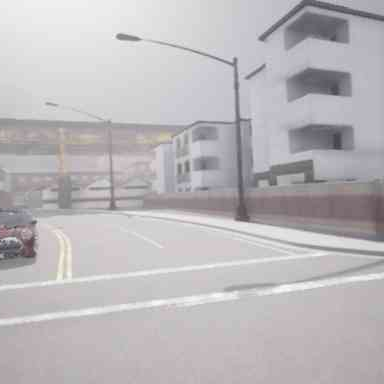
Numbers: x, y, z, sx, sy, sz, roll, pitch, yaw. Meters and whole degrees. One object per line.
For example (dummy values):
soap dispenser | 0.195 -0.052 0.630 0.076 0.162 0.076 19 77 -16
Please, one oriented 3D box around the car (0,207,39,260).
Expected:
car | -7.086 1.492 12.731 2.097 1.767 4.553 -2 0 -23
